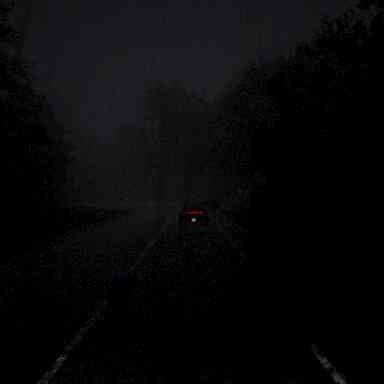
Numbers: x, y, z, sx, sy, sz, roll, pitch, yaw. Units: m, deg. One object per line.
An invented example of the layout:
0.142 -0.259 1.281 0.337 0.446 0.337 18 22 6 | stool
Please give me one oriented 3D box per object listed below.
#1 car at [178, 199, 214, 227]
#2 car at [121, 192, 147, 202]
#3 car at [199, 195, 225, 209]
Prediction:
0.103 1.457 22.413 2.128 1.511 4.902 0 0 0 | car
-12.037 1.113 69.753 5.566 2.045 2.150 0 0 -43 | car
1.833 1.413 40.554 1.882 1.535 5.008 -1 -1 29 | car
